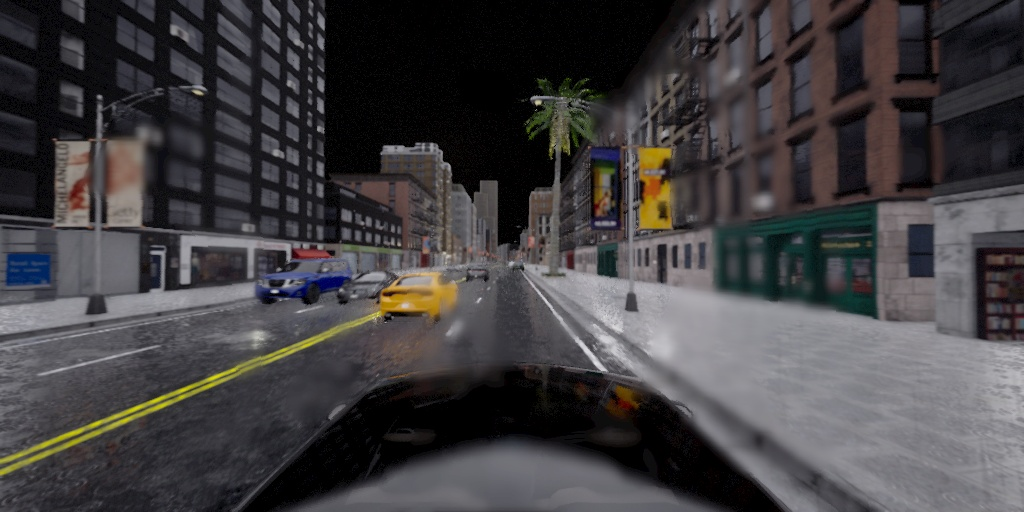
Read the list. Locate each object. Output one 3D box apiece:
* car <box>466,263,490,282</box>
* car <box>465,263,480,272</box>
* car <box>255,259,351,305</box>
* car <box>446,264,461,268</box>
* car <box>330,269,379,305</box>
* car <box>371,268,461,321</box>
[{"bbox_3d":[-3.138,1.590,33.678,2.128,1.511,4.902,0,-1,0],"label":"car"},{"bbox_3d":[-6.520,1.892,59.740,1.837,1.490,4.892,0,0,1],"label":"car"},{"bbox_3d":[-9.844,1.143,17.645,2.150,2.045,5.566,0,-1,0],"label":"car"},{"bbox_3d":[-9.761,1.991,60.006,1.895,1.301,4.718,0,-1,1],"label":"car"},{"bbox_3d":[-6.594,1.444,17.300,1.812,1.442,4.674,0,-1,0],"label":"car"},{"bbox_3d":[-3.148,1.351,13.119,1.882,1.535,5.008,0,-1,0],"label":"car"}]
